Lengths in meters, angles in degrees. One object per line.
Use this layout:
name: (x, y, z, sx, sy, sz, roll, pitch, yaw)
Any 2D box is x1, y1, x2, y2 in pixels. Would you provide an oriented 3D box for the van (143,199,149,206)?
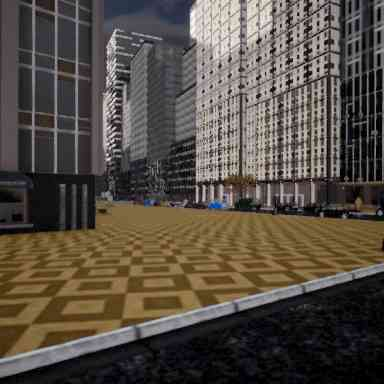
van: (-10.136, 2.626, 81.789, 1.690, 1.788, 3.998, -1, -1, -25)

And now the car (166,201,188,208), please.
car: (-3.023, 2.517, 66.485, 2.008, 1.369, 4.403, -1, -1, -25)

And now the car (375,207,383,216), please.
car: (21.166, 1.842, 34.311, 2.008, 1.369, 4.403, -1, -1, -25)

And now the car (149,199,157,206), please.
car: (-7.763, 2.723, 76.686, 1.887, 1.381, 4.507, -1, -1, -25)

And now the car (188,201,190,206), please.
car: (-0.162, 2.797, 80.217, 1.802, 1.307, 4.206, -1, -1, -25)

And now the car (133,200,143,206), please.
car: (-14.871, 3.045, 91.987, 1.887, 1.381, 4.507, -1, -1, -25)

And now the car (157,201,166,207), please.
car: (-5.322, 2.594, 71.432, 1.752, 1.417, 4.829, -1, -1, -25)

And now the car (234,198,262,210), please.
car: (9.029, 1.949, 54.078, 2.150, 2.045, 5.566, 0, -1, -25)

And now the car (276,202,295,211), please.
car: (14.056, 2.157, 49.613, 1.947, 1.339, 4.313, -1, -1, -25)

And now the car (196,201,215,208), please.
car: (2.722, 2.500, 67.651, 1.812, 1.442, 4.674, 0, -1, -25)

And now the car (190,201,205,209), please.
car: (2.109, 2.463, 61.851, 2.033, 1.411, 5.357, 0, -1, -25)

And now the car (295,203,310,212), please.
car: (16.426, 2.056, 44.513, 1.947, 1.339, 4.313, -1, -1, -25)

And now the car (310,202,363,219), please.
car: (13.566, 1.805, 30.780, 2.008, 1.369, 4.403, -1, -1, -25)

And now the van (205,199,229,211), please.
van: (4.082, 1.997, 51.186, 1.690, 1.788, 3.998, -1, -1, -25)
